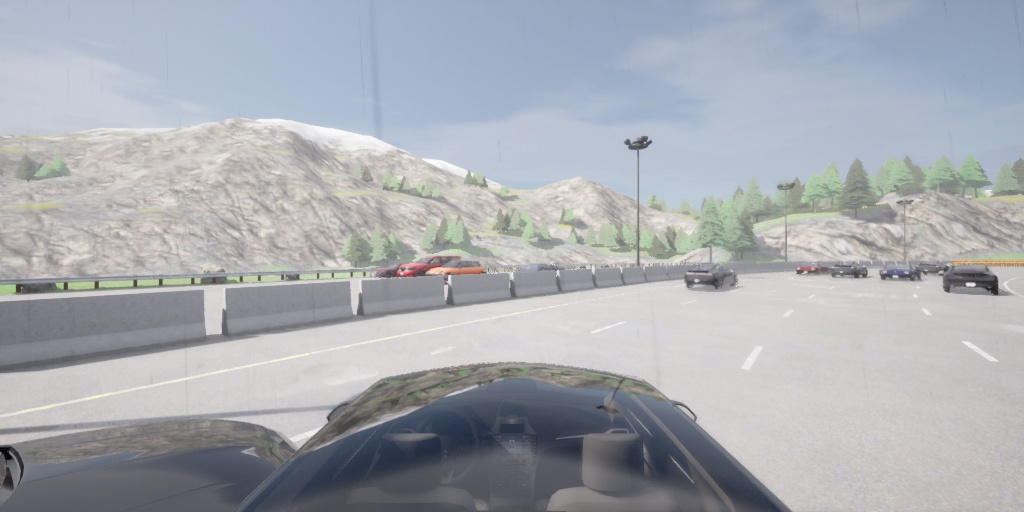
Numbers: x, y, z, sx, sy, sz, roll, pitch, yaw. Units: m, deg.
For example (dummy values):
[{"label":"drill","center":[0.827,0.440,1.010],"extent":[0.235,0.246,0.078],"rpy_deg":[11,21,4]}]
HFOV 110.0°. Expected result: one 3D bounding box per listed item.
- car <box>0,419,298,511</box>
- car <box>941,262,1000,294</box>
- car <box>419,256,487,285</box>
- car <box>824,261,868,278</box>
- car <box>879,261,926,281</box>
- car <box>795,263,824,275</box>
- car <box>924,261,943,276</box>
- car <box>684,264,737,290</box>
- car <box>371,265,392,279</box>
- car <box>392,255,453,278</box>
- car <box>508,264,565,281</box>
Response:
[{"label":"car","center":[-2.984,1.255,0.567],"extent":[4.892,1.490,1.837],"rpy_deg":[0,0,-45]},{"label":"car","center":[25.972,1.254,20.395],"extent":[4.892,1.490,1.837],"rpy_deg":[0,0,-40]},{"label":"car","center":[-4.028,1.102,26.040],"extent":[2.097,1.767,4.553],"rpy_deg":[0,0,44]},{"label":"car","center":[31.385,1.242,33.364],"extent":[4.902,1.511,2.128],"rpy_deg":[0,0,-35]},{"label":"car","center":[32.275,1.351,29.728],"extent":[4.718,1.301,1.895],"rpy_deg":[0,0,-35]},{"label":"car","center":[32.158,1.350,38.190],"extent":[4.718,1.301,1.895],"rpy_deg":[0,0,-34]},{"label":"car","center":[43.324,1.242,36.882],"extent":[4.902,1.511,2.128],"rpy_deg":[0,0,-31]},{"label":"car","center":[12.550,1.242,22.543],"extent":[4.902,1.511,2.128],"rpy_deg":[0,0,-43]},{"label":"car","center":[-9.532,1.276,30.410],"extent":[1.812,1.442,4.674],"rpy_deg":[0,0,43]},{"label":"car","center":[-6.306,0.971,28.769],"extent":[2.150,2.045,5.566],"rpy_deg":[0,0,44]},{"label":"car","center":[1.968,1.297,27.228],"extent":[5.357,1.411,2.033],"rpy_deg":[0,0,-45]}]
